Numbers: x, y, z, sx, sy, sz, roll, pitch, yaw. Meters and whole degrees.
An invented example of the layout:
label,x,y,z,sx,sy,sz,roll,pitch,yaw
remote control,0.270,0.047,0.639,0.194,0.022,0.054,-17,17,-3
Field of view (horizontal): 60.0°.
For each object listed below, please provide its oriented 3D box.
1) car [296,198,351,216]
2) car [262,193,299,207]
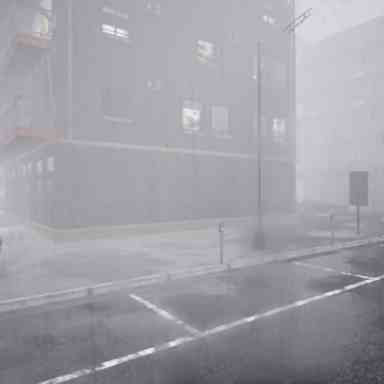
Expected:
label,x,y,z,sx,sy,sz,roll,pitch,yaw
car,10.760,1.211,27.420,2.008,1.369,4.403,1,0,-36
car,10.995,0.911,41.326,1.967,1.590,4.097,1,0,-36
